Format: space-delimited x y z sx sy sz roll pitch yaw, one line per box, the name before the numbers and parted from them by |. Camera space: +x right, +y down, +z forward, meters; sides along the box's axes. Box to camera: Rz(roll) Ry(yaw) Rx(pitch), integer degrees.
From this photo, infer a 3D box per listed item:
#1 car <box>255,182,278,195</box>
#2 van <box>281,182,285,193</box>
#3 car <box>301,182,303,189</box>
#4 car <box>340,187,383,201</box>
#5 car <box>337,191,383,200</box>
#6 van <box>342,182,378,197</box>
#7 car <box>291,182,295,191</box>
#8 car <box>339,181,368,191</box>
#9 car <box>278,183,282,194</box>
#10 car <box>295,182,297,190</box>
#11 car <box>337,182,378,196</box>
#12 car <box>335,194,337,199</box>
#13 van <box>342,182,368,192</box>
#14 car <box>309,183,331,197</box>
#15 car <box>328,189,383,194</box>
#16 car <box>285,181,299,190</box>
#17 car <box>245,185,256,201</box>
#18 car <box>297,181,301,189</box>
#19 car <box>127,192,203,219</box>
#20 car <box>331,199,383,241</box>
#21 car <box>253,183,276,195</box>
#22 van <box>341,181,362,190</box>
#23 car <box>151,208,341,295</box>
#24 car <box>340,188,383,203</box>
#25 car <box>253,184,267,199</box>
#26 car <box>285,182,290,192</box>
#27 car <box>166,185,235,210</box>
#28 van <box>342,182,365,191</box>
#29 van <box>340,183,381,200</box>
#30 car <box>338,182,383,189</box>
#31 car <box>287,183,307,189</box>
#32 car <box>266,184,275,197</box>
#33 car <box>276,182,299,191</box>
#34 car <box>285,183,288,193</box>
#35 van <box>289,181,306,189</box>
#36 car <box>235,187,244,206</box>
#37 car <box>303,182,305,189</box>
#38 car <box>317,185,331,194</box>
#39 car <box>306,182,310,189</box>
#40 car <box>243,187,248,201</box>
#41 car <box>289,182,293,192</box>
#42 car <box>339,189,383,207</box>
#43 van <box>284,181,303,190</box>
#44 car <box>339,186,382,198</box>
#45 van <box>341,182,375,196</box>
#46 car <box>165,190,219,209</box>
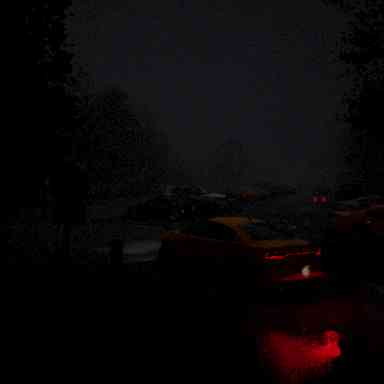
car | 9.413 -0.256 47.377 4.553 1.767 2.185 1 2 24
van | 11.773 -0.541 52.394 4.442 1.987 1.878 1 2 24
car | 21.914 -1.269 75.218 4.553 1.767 2.185 1 2 24
car | 20.169 0.203 39.431 4.792 1.488 2.163 1 2 24
car | 9.972 1.064 16.841 4.553 1.767 2.185 1 3 24
van | 23.666 -0.334 46.953 4.442 1.987 1.878 1 2 24
car | 16.065 -0.690 62.642 5.366 1.575 1.946 1 2 24
car | 34.978 -1.282 72.359 5.566 2.045 2.435 1 2 24
car | 10.552 -0.195 49.910 4.792 1.488 2.163 1 2 24
car | 17.381 -0.775 65.092 4.892 1.521 2.231 1 2 24
car | 25.812 -0.545 52.057 5.566 2.045 2.435 1 2 24
car | 11.006 1.108 19.281 4.792 1.488 2.163 1 3 24
van | 31.692 -0.980 64.731 4.442 1.987 1.878 1 2 24
car | 18.314 -0.116 47.394 2.128 1.511 4.902 1 2 24
car | 13.142 0.841 24.389 5.366 1.575 1.946 1 3 24
car | 18.511 -0.867 67.626 4.892 1.521 2.231 1 2 24
car | 3.510 0.405 34.837 5.366 1.575 1.946 1 3 24
car | 19.490 -0.966 70.228 5.366 1.575 1.946 1 2 24
car | -2.056 1.019 22.135 4.792 1.488 2.163 1 3 24
car | 8.800 1.305 14.338 5.008 1.535 2.097 1 3 24
car | 8.236 -0.032 44.866 4.892 1.521 2.231 1 3 24
van | 38.319 -1.533 79.974 4.442 1.987 1.878 1 2 24
car | 0.915 1.373 8.546 1.882 1.535 5.008 2 -1 -31
car | 19.084 0.302 37.027 4.792 1.488 2.163 1 3 24
car | 5.843 0.170 40.003 5.366 1.575 1.946 1 3 24
car | 13.924 -0.472 57.521 4.792 1.488 2.163 1 2 24
car | 0.279 0.508 27.154 5.566 2.045 2.435 1 3 24
van | 36.250 -1.346 74.824 4.442 1.987 1.878 1 2 24
van | 21.176 -0.151 41.984 4.442 1.987 1.878 1 2 24
car | 15.614 0.365 29.334 5.566 2.045 2.435 1 3 24
car | 27.667 -1.542 87.821 4.792 1.488 2.163 1 2 24
car | 7.272 0.071 42.266 5.366 1.575 1.946 1 3 24
car | 20.772 -1.177 72.690 4.553 1.767 2.185 1 2 24
car | 12.782 -0.380 54.992 4.792 1.488 2.163 1 2 24
van | 28.680 -1.847 90.411 4.442 1.987 1.878 1 1 24
car | 1.565 0.642 29.629 5.366 1.575 1.946 1 3 24
car | 23.079 -1.235 77.741 5.008 1.535 2.097 1 2 24
car | 22.549 -0.471 56.774 1.882 1.535 5.008 1 2 24
car | 26.535 -1.761 85.305 5.566 2.045 2.435 1 2 24
car | 2.543 0.528 32.231 4.892 1.521 2.231 1 3 24
car | 15.065 -0.563 60.050 4.792 1.488 2.163 1 2 24
car | 16.702 0.529 31.892 4.792 1.488 2.163 1 3 24
van | 25.261 -1.646 82.837 4.442 1.987 1.878 1 2 24
car | 22.425 -0.019 44.483 5.008 1.535 2.097 1 2 24
van | 24.592 -0.430 49.572 4.442 1.987 1.878 1 2 24
car | -0.883 0.874 24.647 5.008 1.535 2.097 1 3 24
